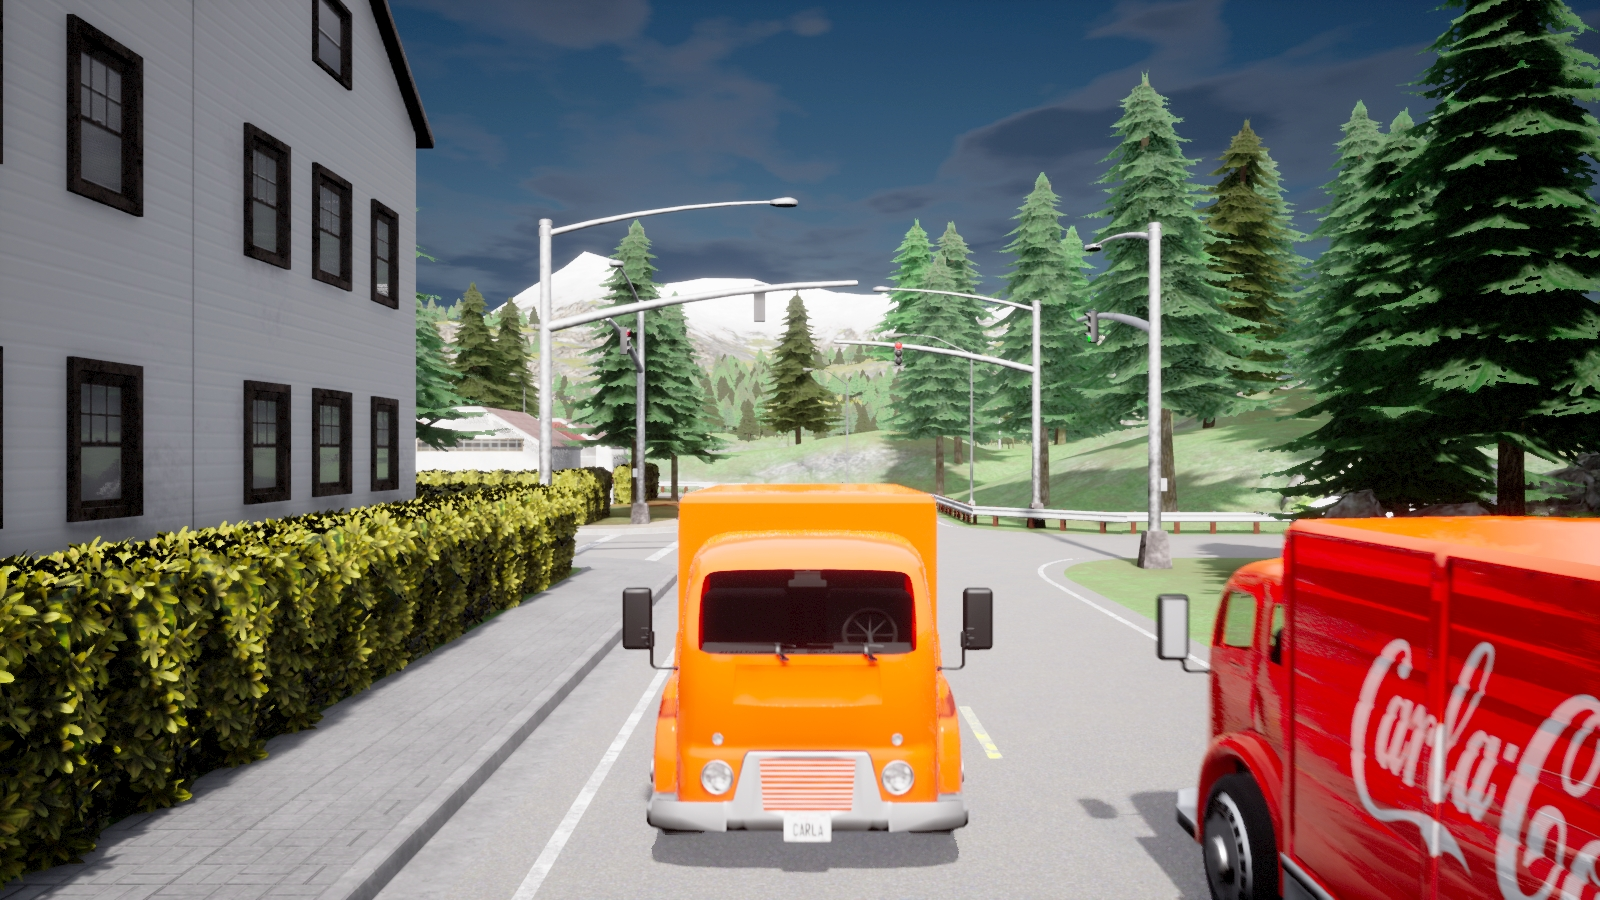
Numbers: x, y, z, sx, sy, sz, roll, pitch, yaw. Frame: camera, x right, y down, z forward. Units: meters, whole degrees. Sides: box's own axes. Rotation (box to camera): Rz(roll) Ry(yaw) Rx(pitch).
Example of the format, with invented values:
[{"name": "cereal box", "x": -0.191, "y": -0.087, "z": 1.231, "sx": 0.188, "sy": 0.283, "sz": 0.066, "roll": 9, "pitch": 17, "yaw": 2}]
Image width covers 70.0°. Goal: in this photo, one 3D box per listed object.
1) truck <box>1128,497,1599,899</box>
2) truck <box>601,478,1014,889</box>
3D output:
[{"name": "truck", "x": 3.521, "y": 1.548, "z": 5.106, "sx": 2.627, "sy": 2.467, "sz": 5.204, "roll": 0, "pitch": 0, "yaw": 0}, {"name": "truck", "x": 0.063, "y": 1.545, "z": 9.870, "sx": 2.627, "sy": 2.467, "sz": 5.204, "roll": 0, "pitch": 0, "yaw": 0}]
